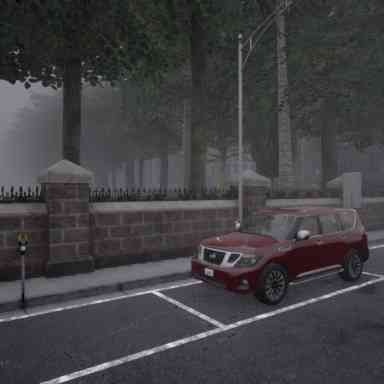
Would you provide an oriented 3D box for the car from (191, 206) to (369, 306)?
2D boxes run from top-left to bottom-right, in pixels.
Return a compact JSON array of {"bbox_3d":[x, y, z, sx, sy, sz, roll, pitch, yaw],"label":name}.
[{"bbox_3d":[2.393,1.314,8.238,5.009,1.841,2.192,0,0,-35],"label":"car"}]
